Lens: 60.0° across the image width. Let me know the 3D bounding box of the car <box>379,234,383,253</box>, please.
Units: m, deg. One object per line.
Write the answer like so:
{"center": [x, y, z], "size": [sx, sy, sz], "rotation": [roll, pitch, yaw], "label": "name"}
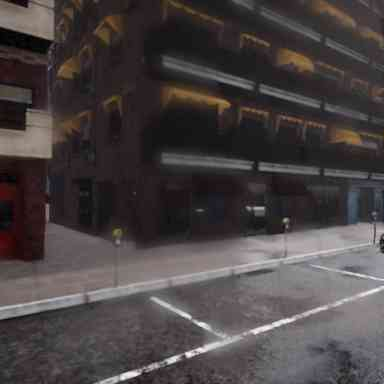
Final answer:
{"center": [8.673, 1.582, 12.258], "size": [4.313, 1.339, 1.947], "rotation": [0, 1, -35], "label": "car"}
